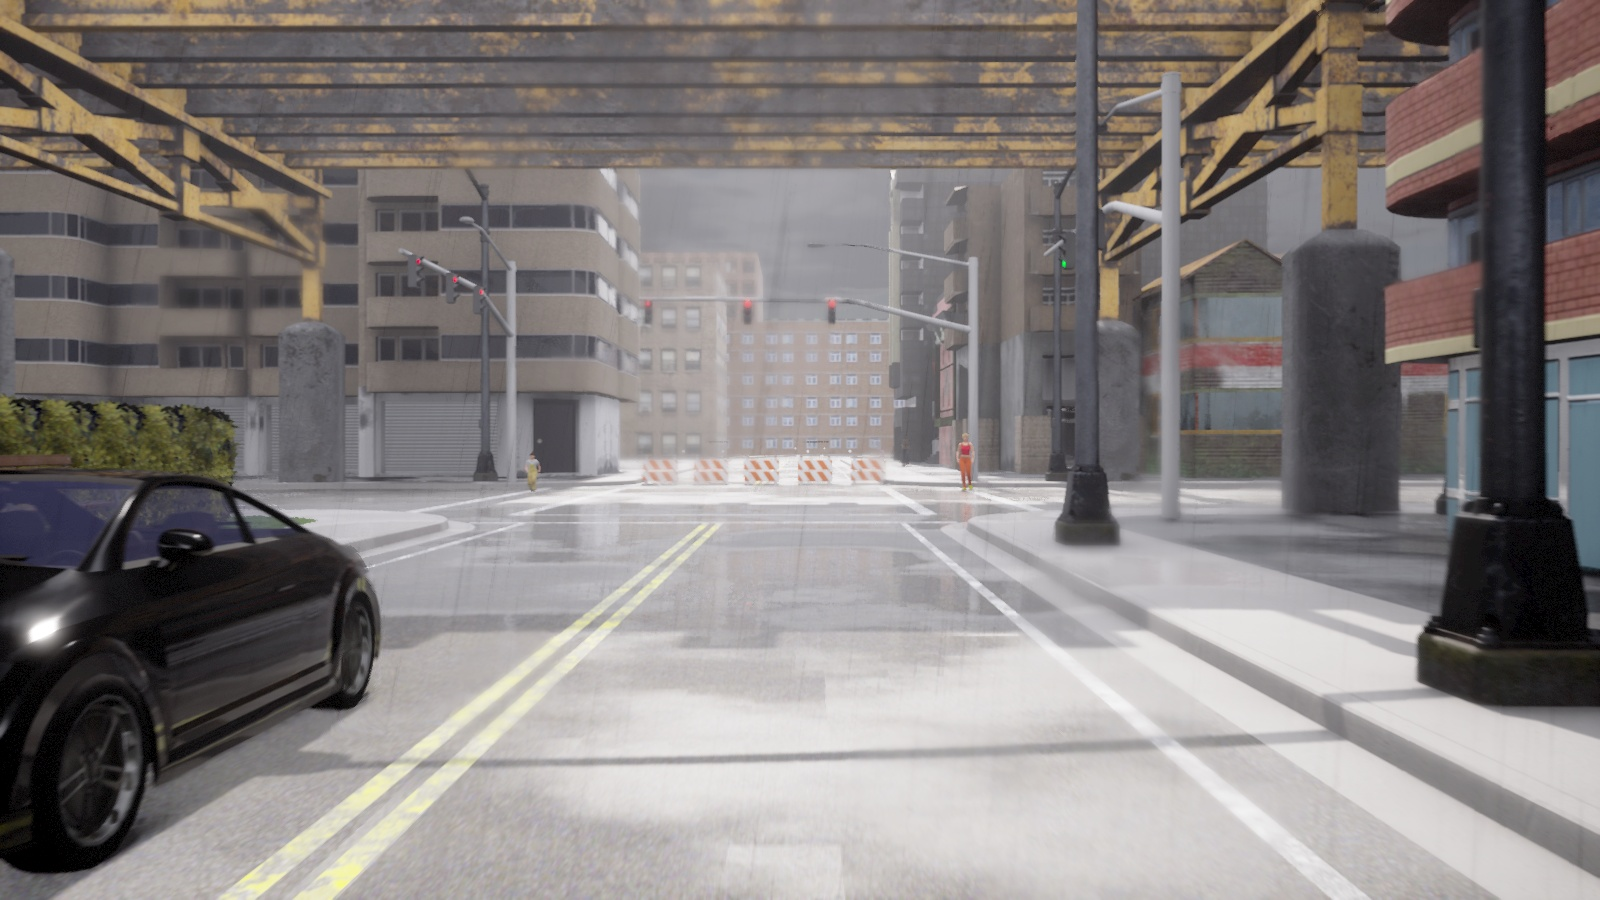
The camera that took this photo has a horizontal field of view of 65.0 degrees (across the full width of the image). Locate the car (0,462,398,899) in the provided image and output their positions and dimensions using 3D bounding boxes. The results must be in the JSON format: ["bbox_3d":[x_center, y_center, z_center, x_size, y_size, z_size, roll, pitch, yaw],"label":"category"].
[{"bbox_3d":[-3.452,0.777,5.530,1.994,1.385,4.181,0,0,0],"label":"car"}]

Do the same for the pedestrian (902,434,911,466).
[{"bbox_3d":[6.045,0.014,71.510,0.328,1.805,0.869,0,0,-7],"label":"pedestrian"}]

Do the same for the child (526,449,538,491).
[{"bbox_3d":[-8.205,0.605,38.442,0.270,1.263,0.437,0,0,0],"label":"child"}]

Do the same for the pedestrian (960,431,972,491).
[{"bbox_3d":[5.139,0.334,38.895,0.345,1.836,0.594,0,0,11],"label":"pedestrian"}]
